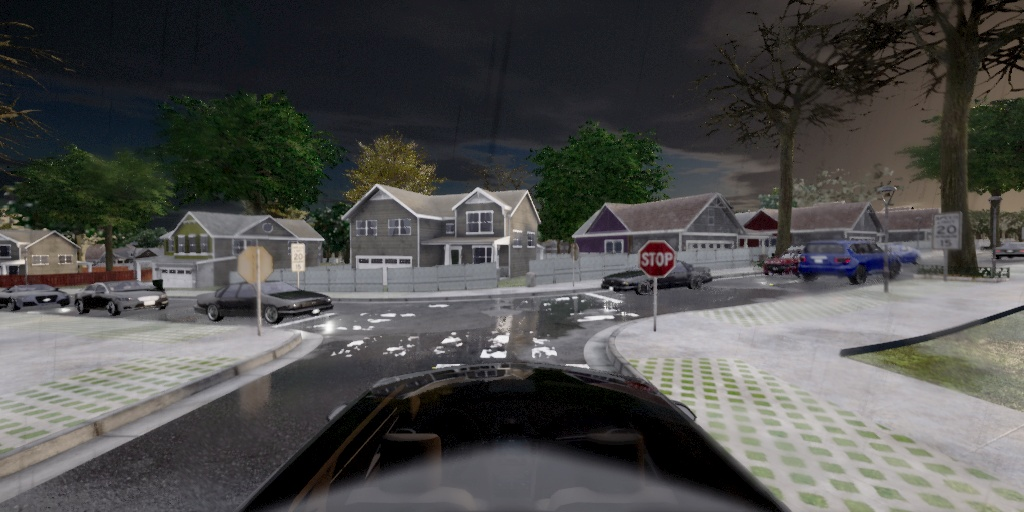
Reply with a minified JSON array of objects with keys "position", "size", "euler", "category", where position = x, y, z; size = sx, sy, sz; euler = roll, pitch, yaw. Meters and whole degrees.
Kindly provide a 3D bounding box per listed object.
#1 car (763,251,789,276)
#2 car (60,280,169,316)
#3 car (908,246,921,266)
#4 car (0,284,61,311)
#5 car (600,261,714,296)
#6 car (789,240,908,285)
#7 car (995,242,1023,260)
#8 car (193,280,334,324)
[{"position":[17.015,0.385,21.147],"size":[5.008,1.535,1.882],"euler":[-2,2,-25],"category":"car"},{"position":[-18.578,1.935,17.045],"size":[4.902,1.511,2.128],"euler":[-2,0,22],"category":"car"},{"position":[27.548,-0.038,26.055],"size":[5.008,1.535,1.882],"euler":[-2,2,-25],"category":"car"},{"position":[-27.881,2.345,20.821],"size":[4.181,1.385,1.994],"euler":[-2,0,22],"category":"car"},{"position":[6.756,0.914,16.559],"size":[5.357,1.411,2.033],"euler":[-3,2,-22],"category":"car"},{"position":[16.782,0.239,17.838],"size":[5.566,2.045,2.150],"euler":[-2,2,-24],"category":"car"},{"position":[41.682,-0.408,29.422],"size":[5.357,1.411,2.033],"euler":[-2,2,-25],"category":"car"},{"position":[-9.382,1.643,13.462],"size":[5.357,1.411,2.033],"euler":[-2,0,20],"category":"car"}]
